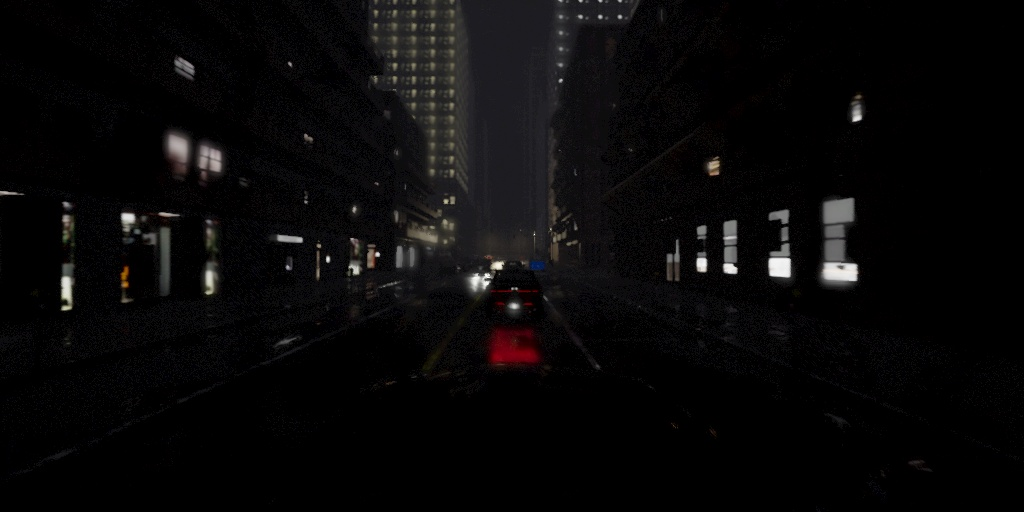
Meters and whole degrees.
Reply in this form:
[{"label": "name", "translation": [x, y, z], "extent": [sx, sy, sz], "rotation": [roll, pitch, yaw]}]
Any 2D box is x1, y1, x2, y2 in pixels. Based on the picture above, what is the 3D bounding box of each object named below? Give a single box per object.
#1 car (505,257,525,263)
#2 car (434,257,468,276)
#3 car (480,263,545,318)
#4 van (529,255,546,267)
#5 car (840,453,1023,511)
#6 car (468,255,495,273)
[{"label": "car", "translation": [0.093, 1.065, 28.602], "extent": [1.812, 1.442, 4.674], "rotation": [0, 0, 0]}, {"label": "car", "translation": [-5.659, 1.052, 33.454], "extent": [2.007, 1.370, 4.403], "rotation": [0, 0, 0]}, {"label": "car", "translation": [0.085, 1.169, 12.610], "extent": [1.837, 1.490, 4.892], "rotation": [0, 0, 0]}, {"label": "van", "translation": [2.689, 0.798, 39.048], "extent": [1.690, 1.789, 3.998], "rotation": [0, 0, 0]}, {"label": "car", "translation": [2.692, 1.343, 0.267], "extent": [1.802, 1.307, 4.207], "rotation": [0, 0, 0]}, {"label": "car", "translation": [-3.096, 0.959, 37.728], "extent": [2.128, 1.511, 4.902], "rotation": [0, 0, 0]}]
